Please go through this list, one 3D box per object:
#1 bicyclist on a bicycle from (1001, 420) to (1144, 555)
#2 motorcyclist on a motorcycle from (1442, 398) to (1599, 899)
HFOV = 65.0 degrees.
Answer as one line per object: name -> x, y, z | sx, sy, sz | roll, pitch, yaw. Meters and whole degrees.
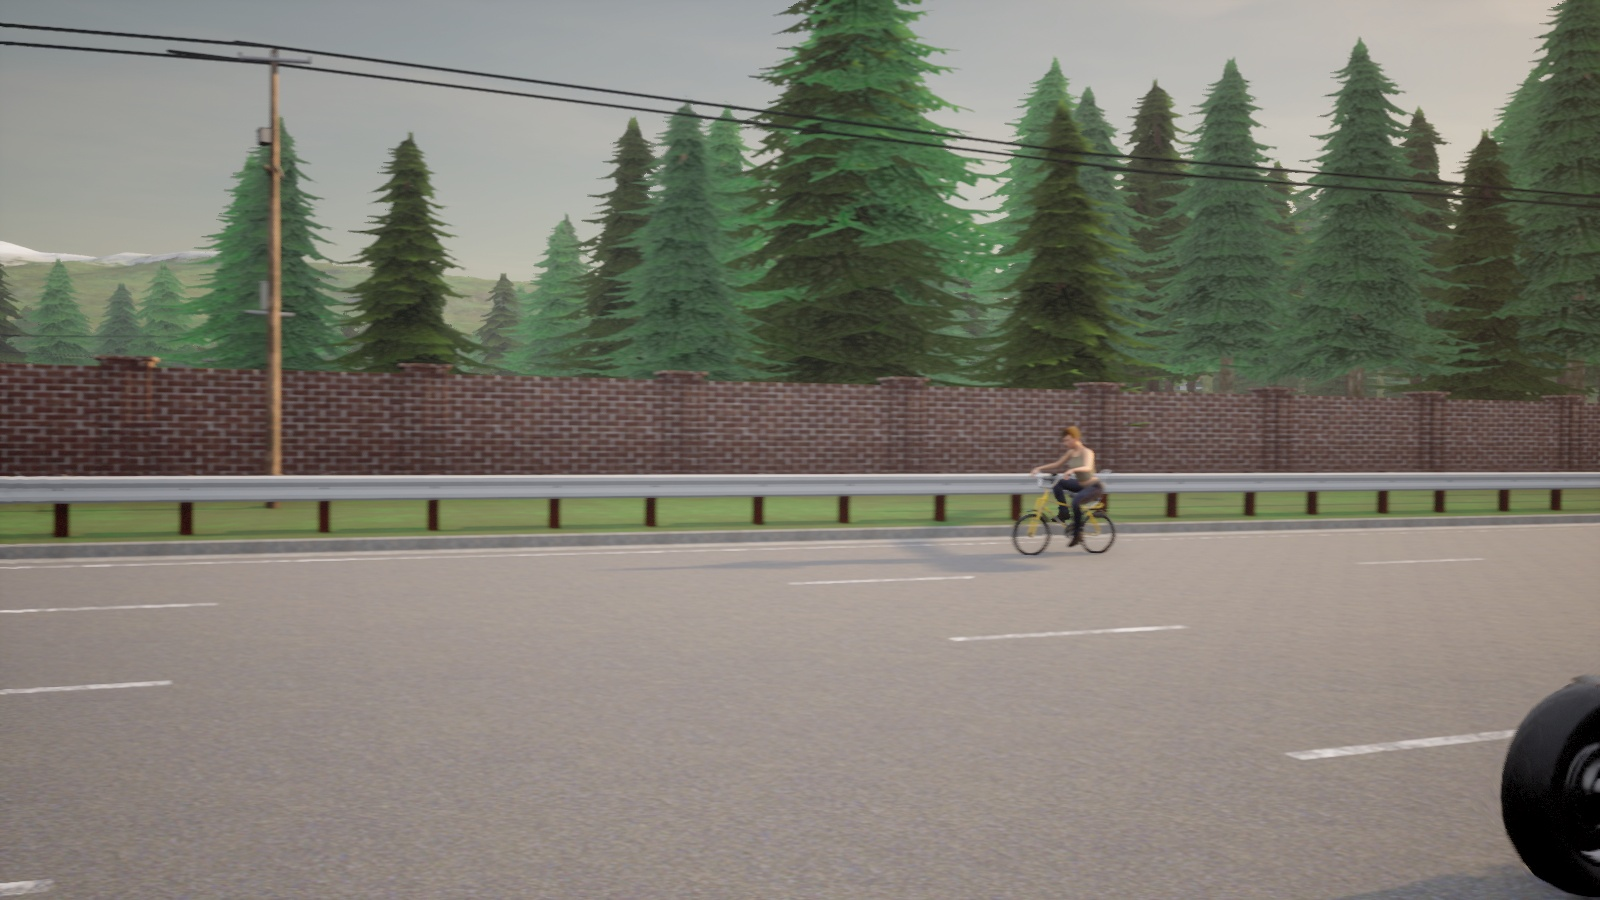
bicyclist on a bicycle -> 3.408, 0.441, 15.757 | 1.509, 1.612, 0.866 | -1, 1, -21
motorcyclist on a motorcycle -> 3.554, 0.635, 4.588 | 2.350, 1.649, 0.766 | -1, 1, -21
